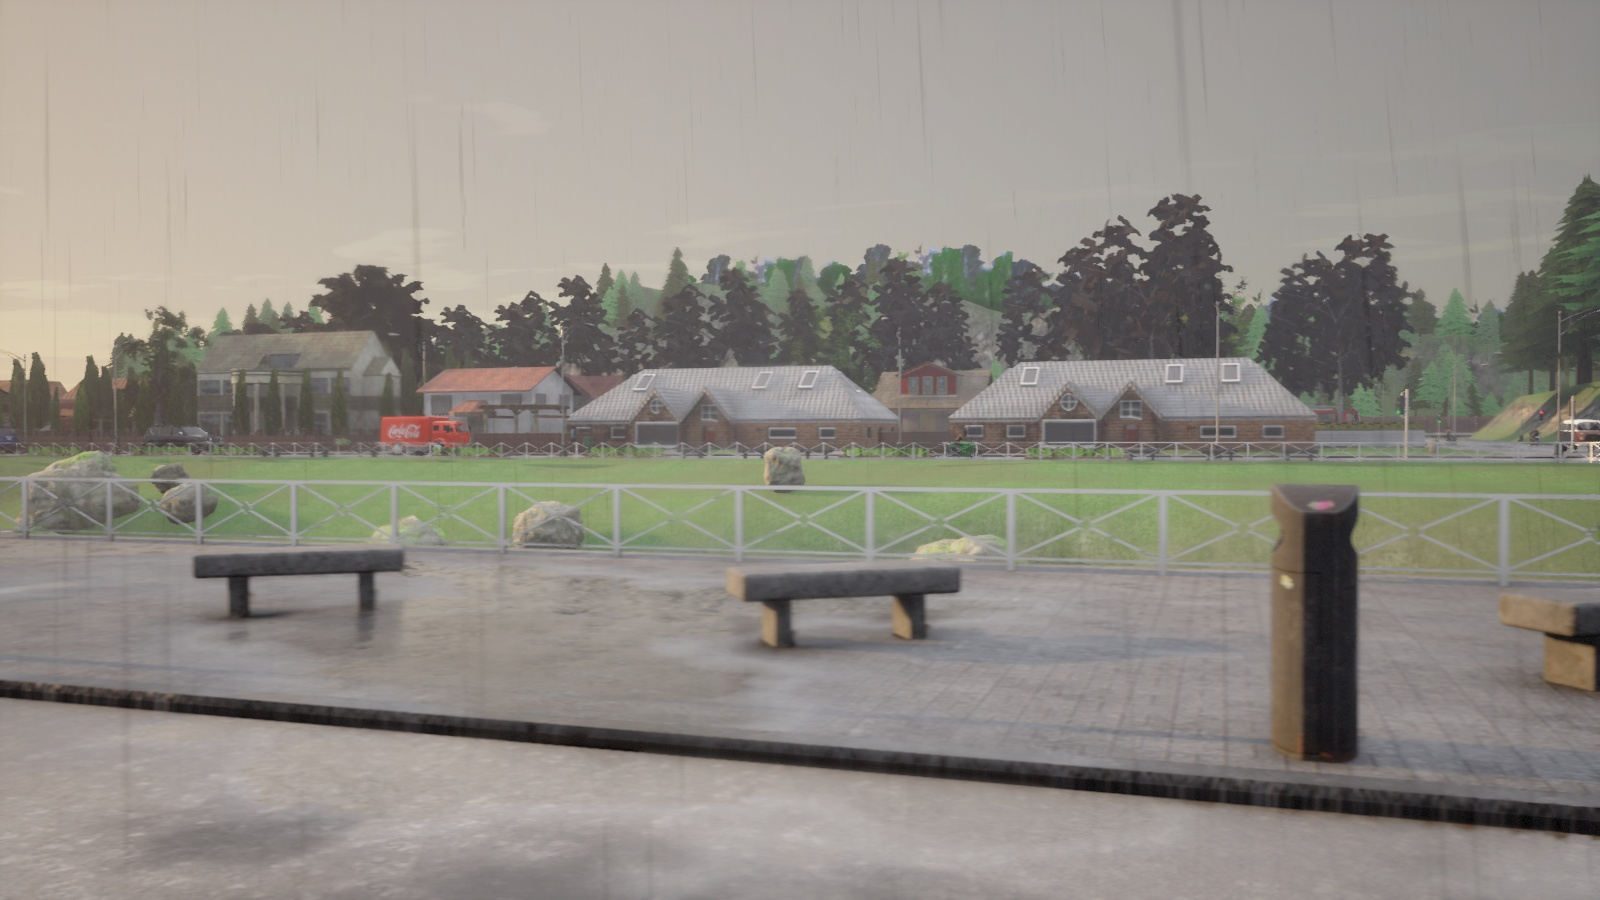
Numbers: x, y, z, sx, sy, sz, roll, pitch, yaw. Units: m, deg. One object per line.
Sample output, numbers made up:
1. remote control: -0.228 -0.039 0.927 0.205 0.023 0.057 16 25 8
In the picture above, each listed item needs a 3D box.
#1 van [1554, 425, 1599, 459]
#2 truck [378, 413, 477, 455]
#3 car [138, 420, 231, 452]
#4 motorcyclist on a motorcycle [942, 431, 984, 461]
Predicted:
1. van: 48.186 -0.508 77.357 2.069 2.038 4.480 1 1 19
2. truck: -22.610 -0.968 76.367 5.204 2.467 2.627 1 1 19
3. car: -40.389 -0.925 82.356 5.566 2.045 2.150 1 1 19
4. motorcyclist on a motorcycle: 8.538 -0.214 65.887 2.044 1.523 0.797 1 1 19
